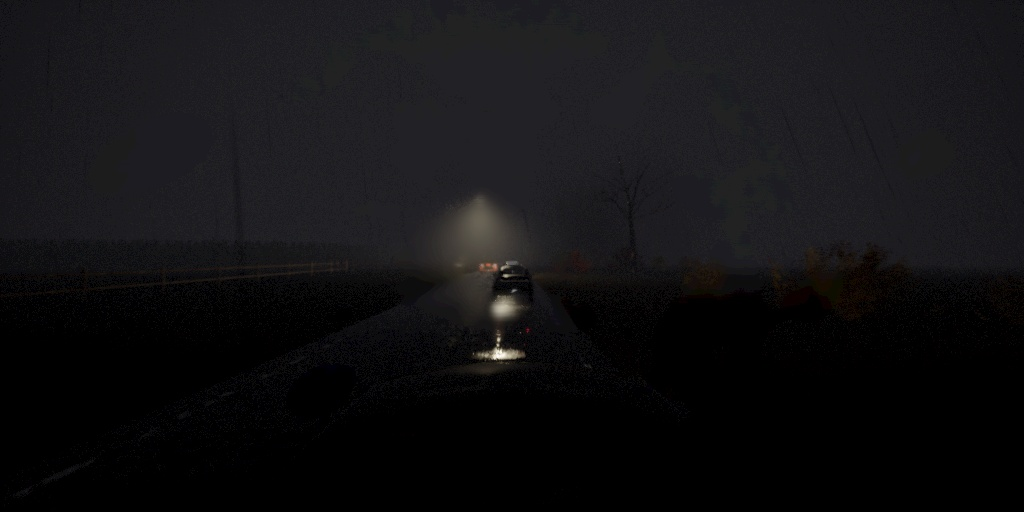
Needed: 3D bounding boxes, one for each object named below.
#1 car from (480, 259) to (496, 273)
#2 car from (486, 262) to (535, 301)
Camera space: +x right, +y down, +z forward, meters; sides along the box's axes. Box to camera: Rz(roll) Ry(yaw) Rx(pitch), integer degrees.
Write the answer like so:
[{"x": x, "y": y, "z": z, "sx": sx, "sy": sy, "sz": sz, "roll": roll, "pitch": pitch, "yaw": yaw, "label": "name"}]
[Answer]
[{"x": -2.783, "y": 1.131, "z": 44.315, "sx": 2.097, "sy": 1.767, "sz": 4.553, "roll": 0, "pitch": 0, "yaw": 0, "label": "car"}, {"x": 0.084, "y": 1.249, "z": 17.336, "sx": 2.128, "sy": 1.511, "sz": 4.902, "roll": 0, "pitch": 0, "yaw": 0, "label": "car"}]
